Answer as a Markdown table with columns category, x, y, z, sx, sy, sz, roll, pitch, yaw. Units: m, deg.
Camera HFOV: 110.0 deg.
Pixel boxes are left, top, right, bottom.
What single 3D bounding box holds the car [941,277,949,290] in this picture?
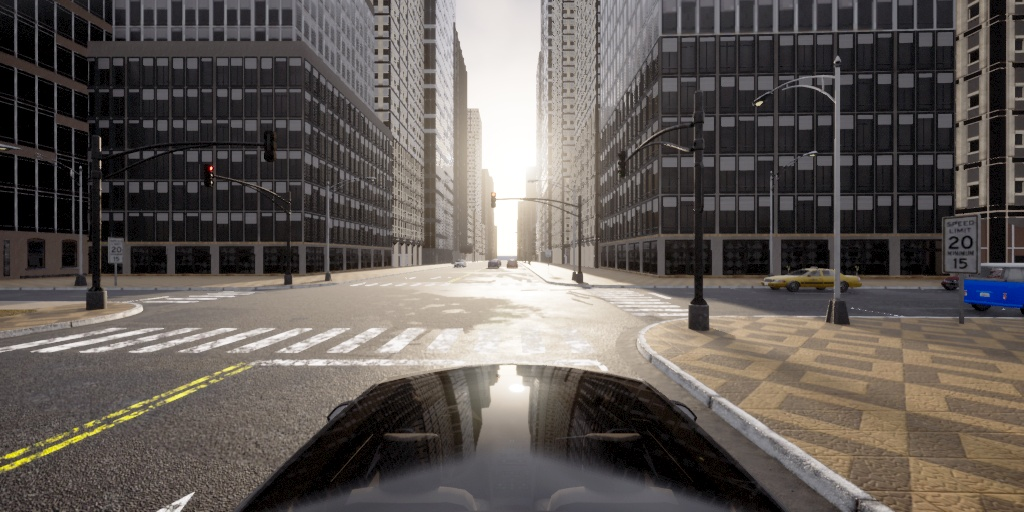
| category | x | y | z | sx | sy | sz | roll | pitch | yaw |
| --- | --- | --- | --- | --- | --- | --- | --- | --- | --- |
| car | 26.935 | 1.356 | 20.143 | 4.207 | 1.307 | 1.802 | 0 | 0 | 2 |

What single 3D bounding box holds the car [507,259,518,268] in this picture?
| category | x | y | z | sx | sy | sz | roll | pitch | yaw |
| --- | --- | --- | --- | --- | --- | --- | --- | --- | --- |
| car | 0.045 | 1.425 | 63.647 | 1.994 | 1.385 | 4.181 | 0 | 0 | 0 |

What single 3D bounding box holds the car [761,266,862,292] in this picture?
| category | x | y | z | sx | sy | sz | roll | pitch | yaw |
| --- | --- | --- | --- | --- | --- | --- | --- | --- | --- |
| car | 17.101 | 1.293 | 20.635 | 4.829 | 1.417 | 1.751 | 0 | 0 | 2 |

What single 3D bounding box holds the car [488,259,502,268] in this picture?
| category | x | y | z | sx | sy | sz | roll | pitch | yaw |
| --- | --- | --- | --- | --- | --- | --- | --- | --- | --- |
| car | -3.206 | 1.335 | 62.817 | 1.882 | 1.535 | 5.008 | 0 | 0 | 0 |

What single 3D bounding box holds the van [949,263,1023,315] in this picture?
| category | x | y | z | sx | sy | sz | roll | pitch | yaw |
| --- | --- | --- | --- | --- | --- | --- | --- | --- | --- |
| van | 18.366 | 1.119 | 12.462 | 3.998 | 1.789 | 1.690 | 0 | 0 | 2 |
